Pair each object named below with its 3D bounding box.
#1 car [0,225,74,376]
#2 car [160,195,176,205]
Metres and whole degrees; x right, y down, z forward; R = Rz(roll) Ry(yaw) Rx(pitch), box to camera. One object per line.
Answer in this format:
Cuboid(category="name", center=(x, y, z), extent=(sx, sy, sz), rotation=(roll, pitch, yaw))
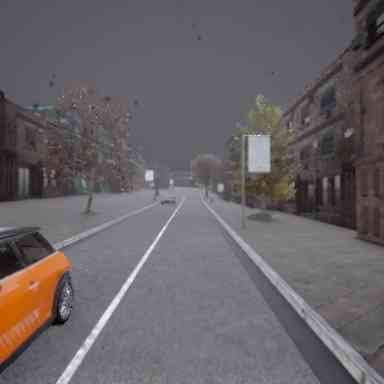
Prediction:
Cuboid(category="car", center=(-3.111, 1.324, 3.924), extent=(2.097, 1.767, 4.553), rotation=(0, 1, 0))
Cuboid(category="car", center=(-3.242, 1.097, 46.316), extent=(1.994, 1.385, 4.181), rotation=(0, 1, 0))
